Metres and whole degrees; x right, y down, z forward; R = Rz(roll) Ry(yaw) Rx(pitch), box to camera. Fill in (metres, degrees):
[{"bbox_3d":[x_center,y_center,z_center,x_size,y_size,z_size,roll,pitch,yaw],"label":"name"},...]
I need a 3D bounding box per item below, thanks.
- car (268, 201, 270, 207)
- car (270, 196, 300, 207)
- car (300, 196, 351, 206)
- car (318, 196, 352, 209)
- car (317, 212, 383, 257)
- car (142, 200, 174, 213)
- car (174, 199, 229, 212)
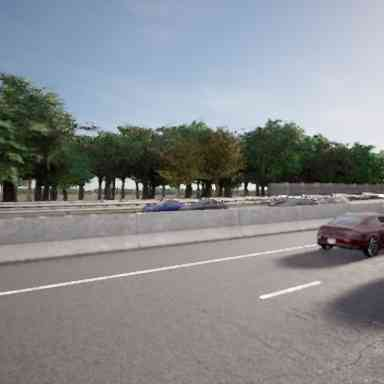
[{"bbox_3d":[11.733,1.286,42.011,4.902,1.511,2.128,-1,0,-36],"label":"car"},{"bbox_3d":[10.301,1.343,32.547,5.008,1.535,1.882,-1,0,-35],"label":"car"},{"bbox_3d":[12.298,1.357,29.673,4.902,1.511,2.128,-1,0,-35],"label":"car"},{"bbox_3d":[18.282,1.246,42.363,4.674,1.442,1.812,-1,1,-35],"label":"car"},{"bbox_3d":[6.659,1.493,12.694,4.674,1.442,1.812,0,0,-35],"label":"car"},{"bbox_3d":[-2.450,1.477,31.300,4.674,1.442,1.812,0,0,-38],"label":"car"},{"bbox_3d":[1.160,1.441,30.409,4.892,1.490,1.837,0,0,-35],"label":"car"}]
